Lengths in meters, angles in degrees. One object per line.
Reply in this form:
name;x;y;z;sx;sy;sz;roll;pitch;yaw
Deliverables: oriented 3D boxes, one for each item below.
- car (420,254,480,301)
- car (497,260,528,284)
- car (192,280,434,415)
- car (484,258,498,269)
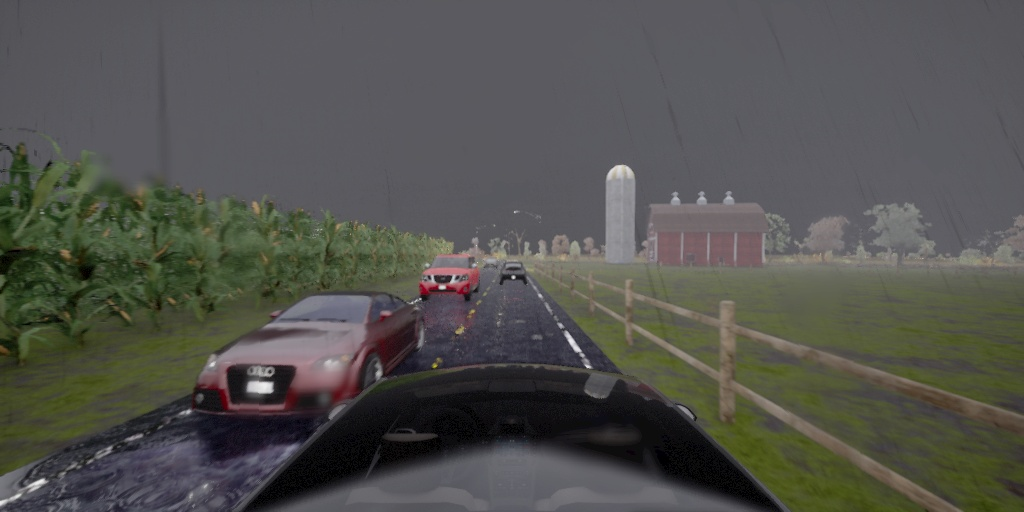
car;-2.797;0.902;17.288;2.150;2.045;5.566;0;0;0
car;0.095;1.150;26.067;1.837;1.490;4.892;0;0;0
car;-2.837;1.294;6.046;1.994;1.385;4.181;0;0;0
car;-2.879;1.032;50.042;1.882;1.535;5.008;0;0;0
